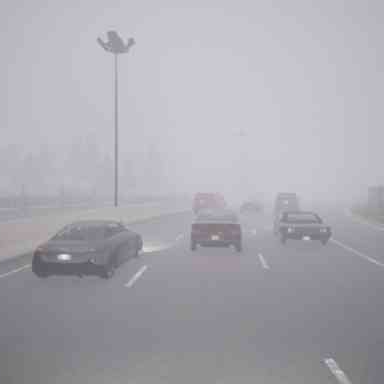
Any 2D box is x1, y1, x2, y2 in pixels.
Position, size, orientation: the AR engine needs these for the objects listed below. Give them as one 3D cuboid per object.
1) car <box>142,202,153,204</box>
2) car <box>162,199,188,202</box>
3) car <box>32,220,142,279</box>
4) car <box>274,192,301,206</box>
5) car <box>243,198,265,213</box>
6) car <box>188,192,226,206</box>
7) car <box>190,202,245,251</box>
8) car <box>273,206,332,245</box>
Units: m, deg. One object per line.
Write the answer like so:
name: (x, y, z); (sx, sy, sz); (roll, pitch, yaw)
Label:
car: (-4.529, 1.239, 44.802); (2.128, 1.511, 4.902); (0, 0, 24)
car: (-1.751, 1.309, 42.607); (2.033, 1.411, 5.357); (0, 0, 23)
car: (-2.853, 1.507, 9.912); (1.994, 1.385, 4.181); (0, 0, 5)
car: (9.207, 1.045, 31.916); (2.150, 2.045, 5.566); (0, 0, 20)
car: (6.178, 1.338, 33.712); (1.812, 1.442, 4.674); (0, 0, 20)
car: (1.796, 1.043, 31.913); (2.150, 2.045, 5.566); (0, 0, 18)
car: (1.113, 1.400, 13.815); (1.882, 1.535, 5.008); (0, 0, 8)
car: (4.819, 1.516, 15.206); (1.895, 1.301, 4.718); (0, 0, 9)
